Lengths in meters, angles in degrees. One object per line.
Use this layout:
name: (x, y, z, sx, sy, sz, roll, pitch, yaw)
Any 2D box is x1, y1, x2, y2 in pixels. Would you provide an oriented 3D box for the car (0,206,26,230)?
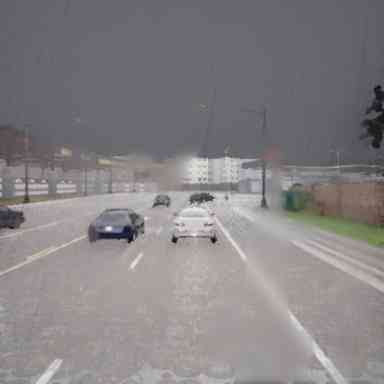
car: (-10.561, 1.412, 16.979, 2.033, 1.411, 5.357, 0, 1, 0)

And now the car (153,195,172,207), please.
car: (-3.407, 1.008, 38.669, 2.033, 1.411, 5.357, 0, 1, 0)

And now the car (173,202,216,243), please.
car: (0.093, 1.414, 15.456, 1.812, 1.442, 4.674, 0, 1, 0)

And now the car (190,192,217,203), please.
car: (1.618, 0.834, 45.550, 1.837, 1.490, 4.892, -6, -2, 33)

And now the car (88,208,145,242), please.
car: (-3.406, 1.449, 15.647, 1.994, 1.385, 4.181, 0, 1, 0)
